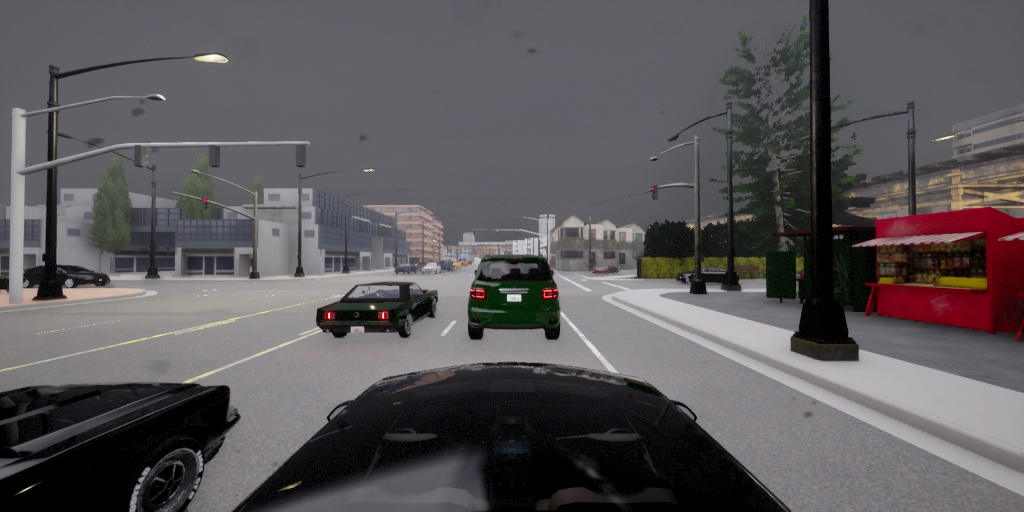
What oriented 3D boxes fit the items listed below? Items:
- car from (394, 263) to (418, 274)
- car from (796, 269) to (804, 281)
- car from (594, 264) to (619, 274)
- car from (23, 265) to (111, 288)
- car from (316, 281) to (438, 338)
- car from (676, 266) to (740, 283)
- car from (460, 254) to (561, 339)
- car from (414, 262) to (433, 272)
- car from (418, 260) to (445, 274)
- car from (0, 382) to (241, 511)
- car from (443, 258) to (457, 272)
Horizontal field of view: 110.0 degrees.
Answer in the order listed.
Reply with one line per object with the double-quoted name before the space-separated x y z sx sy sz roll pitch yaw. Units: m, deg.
"car" -14.141 1.671 48.225 2.033 1.411 5.357 0 -1 0
"car" 23.242 1.409 27.045 4.674 1.442 1.812 0 -1 1
"car" 12.808 1.739 48.432 1.994 1.385 4.181 -1 -1 45
"car" -29.644 1.344 23.742 4.892 1.490 1.837 0 -1 1
"car" -3.438 1.368 10.240 1.895 1.301 4.718 0 0 0
"car" 14.745 1.448 27.112 4.181 1.385 1.994 0 -1 0
"car" 0.059 0.986 10.224 2.150 2.045 5.566 0 0 0
"car" -14.121 1.699 57.463 1.812 1.442 4.674 0 0 0
"car" -10.631 1.642 47.710 1.812 1.442 4.674 0 -1 0
"car" -3.402 1.351 1.100 1.895 1.301 4.718 0 0 0
"car" -10.621 1.526 56.896 2.097 1.767 4.553 0 0 0
